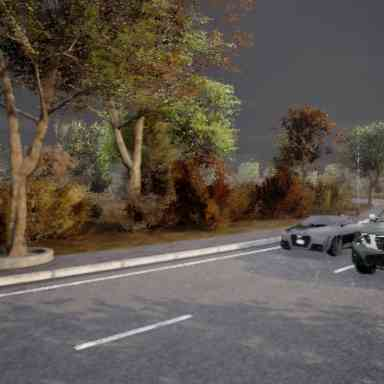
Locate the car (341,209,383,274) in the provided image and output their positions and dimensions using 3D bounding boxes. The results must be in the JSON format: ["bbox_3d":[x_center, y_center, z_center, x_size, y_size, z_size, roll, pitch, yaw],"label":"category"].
[{"bbox_3d":[6.715,1.219,9.637,5.566,2.045,2.150,0,0,-42],"label":"car"}]

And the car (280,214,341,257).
[{"bbox_3d":[5.297,1.569,13.109,4.181,1.385,1.994,0,0,-42],"label":"car"}]
